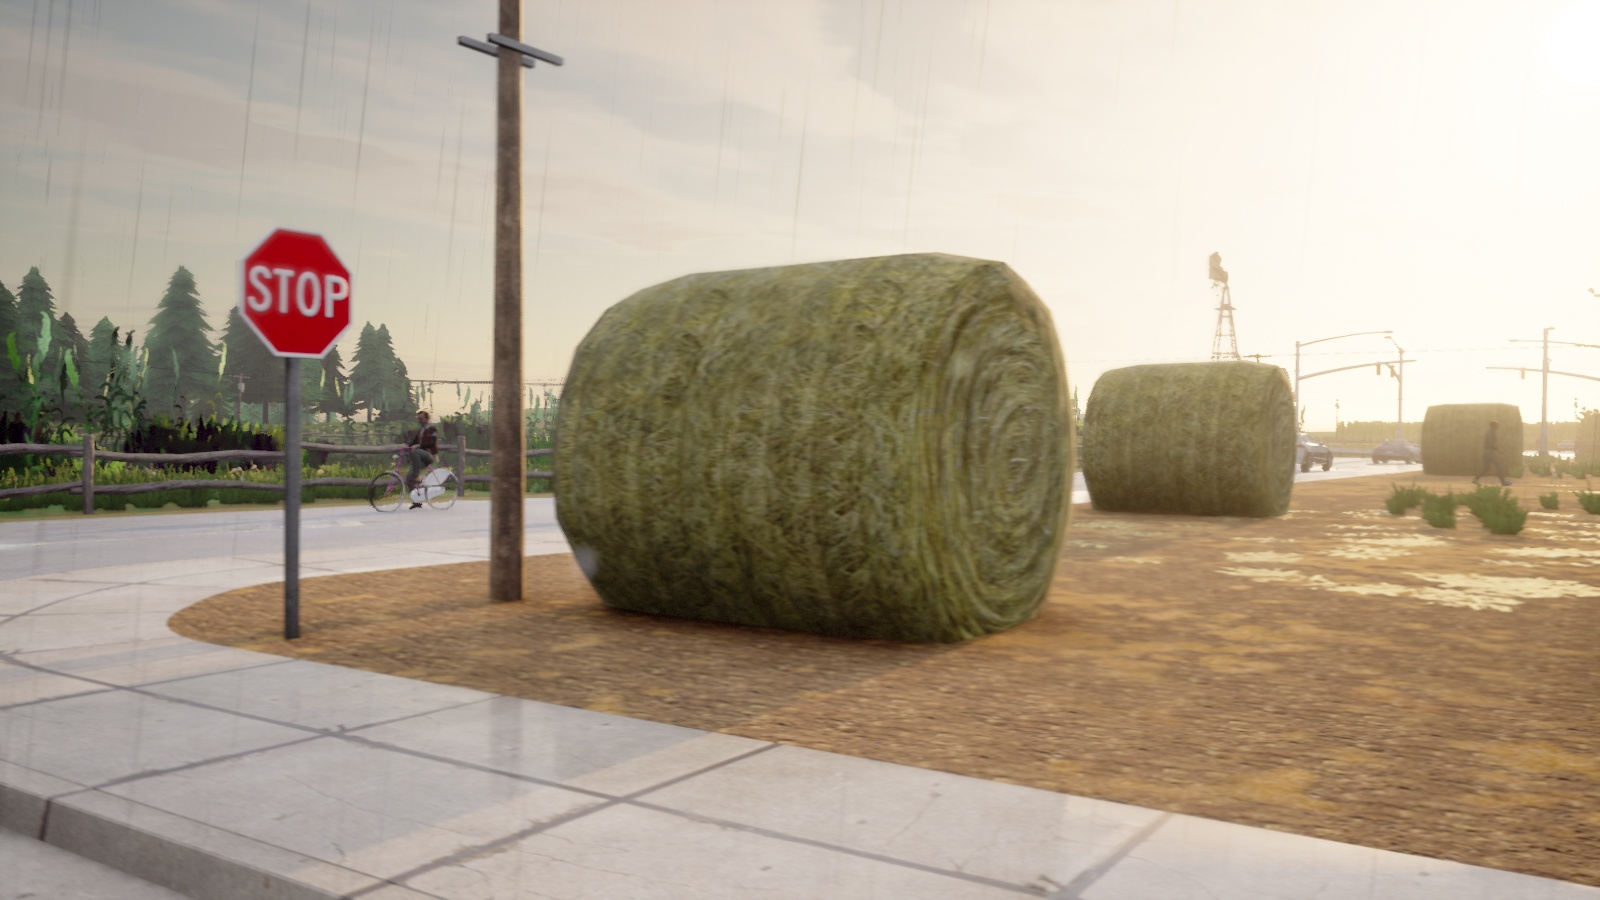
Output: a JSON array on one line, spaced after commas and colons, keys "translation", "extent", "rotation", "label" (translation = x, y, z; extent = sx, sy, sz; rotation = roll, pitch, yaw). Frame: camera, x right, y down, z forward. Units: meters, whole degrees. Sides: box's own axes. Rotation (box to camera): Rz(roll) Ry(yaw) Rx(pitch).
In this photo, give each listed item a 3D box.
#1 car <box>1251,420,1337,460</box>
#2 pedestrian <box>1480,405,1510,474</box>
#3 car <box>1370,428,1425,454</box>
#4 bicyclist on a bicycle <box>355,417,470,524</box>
[{"translation": [21.009, -0.446, 53.304], "extent": [2.152, 1.651, 5.027], "rotation": [0, 1, 36], "label": "car"}, {"translation": [18.527, -0.281, 33.487], "extent": [0.353, 1.847, 0.614], "rotation": [-1, 1, -44], "label": "pedestrian"}, {"translation": [33.385, -0.502, 70.096], "extent": [1.994, 1.385, 4.181], "rotation": [0, 1, 36], "label": "car"}, {"translation": [-6.658, 0.326, 21.657], "extent": [0.659, 1.776, 1.843], "rotation": [0, 1, 36], "label": "bicyclist on a bicycle"}]
